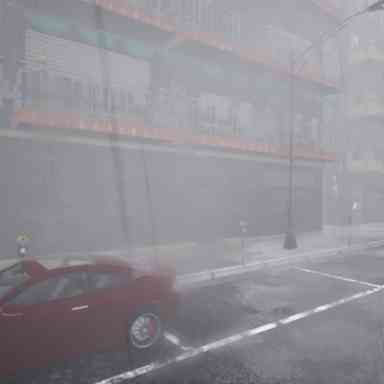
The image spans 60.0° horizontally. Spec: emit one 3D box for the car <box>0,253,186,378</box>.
[{"bbox_3d":[-2.045,1.582,4.628,4.206,1.307,1.802,0,1,-35],"label":"car"}]
